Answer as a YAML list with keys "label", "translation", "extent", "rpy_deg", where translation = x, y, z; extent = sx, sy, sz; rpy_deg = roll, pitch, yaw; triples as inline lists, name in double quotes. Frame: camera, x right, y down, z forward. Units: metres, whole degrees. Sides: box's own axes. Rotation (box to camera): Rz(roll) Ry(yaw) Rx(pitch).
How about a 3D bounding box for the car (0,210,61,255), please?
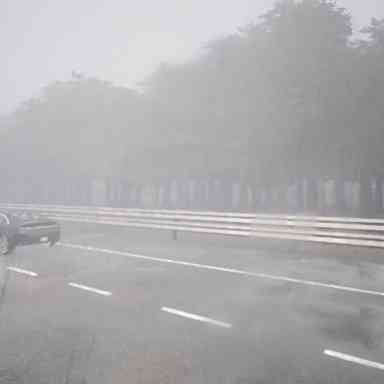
- label: "car"
  translation: [-7.297, 1.492, 13.377]
  extent: [4.902, 1.511, 2.128]
  rpy_deg: [0, 0, 36]
